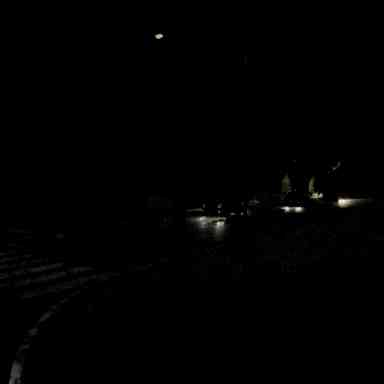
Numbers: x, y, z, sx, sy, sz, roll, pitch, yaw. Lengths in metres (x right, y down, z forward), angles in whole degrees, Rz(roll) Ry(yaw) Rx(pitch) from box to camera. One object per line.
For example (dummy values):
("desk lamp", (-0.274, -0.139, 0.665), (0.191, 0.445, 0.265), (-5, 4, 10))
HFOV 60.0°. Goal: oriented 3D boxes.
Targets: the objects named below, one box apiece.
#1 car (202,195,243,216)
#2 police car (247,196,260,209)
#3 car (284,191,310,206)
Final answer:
("car", (2.779, 1.167, 29.932), (2.097, 1.767, 4.553), (0, 0, 35))
("police car", (6.559, 1.266, 40.776), (2.038, 1.542, 4.974), (0, 0, 35))
("car", (14.910, 0.921, 46.993), (2.150, 2.045, 5.566), (0, 0, 35))
